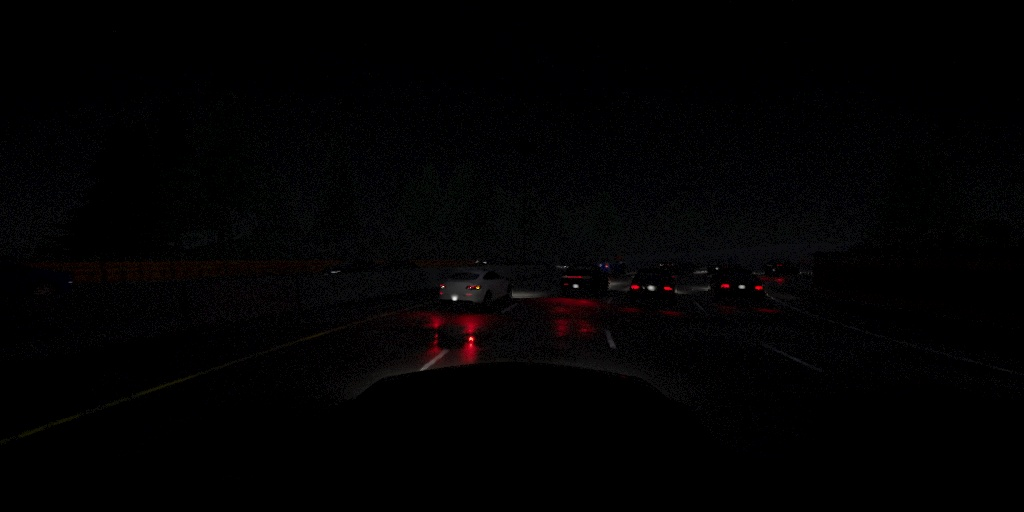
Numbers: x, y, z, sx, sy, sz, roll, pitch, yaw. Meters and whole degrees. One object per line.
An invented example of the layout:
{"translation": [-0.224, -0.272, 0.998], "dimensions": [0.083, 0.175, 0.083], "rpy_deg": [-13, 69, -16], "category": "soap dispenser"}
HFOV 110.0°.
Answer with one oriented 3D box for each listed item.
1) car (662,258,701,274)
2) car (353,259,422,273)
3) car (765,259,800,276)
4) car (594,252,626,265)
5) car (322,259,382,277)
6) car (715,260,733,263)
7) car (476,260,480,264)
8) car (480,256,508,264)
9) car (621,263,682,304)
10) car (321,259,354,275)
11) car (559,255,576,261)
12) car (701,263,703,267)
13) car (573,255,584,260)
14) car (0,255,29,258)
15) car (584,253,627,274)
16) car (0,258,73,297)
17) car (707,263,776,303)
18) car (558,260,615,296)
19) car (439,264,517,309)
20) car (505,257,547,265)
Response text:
{"translation": [16.347, 1.033, 35.461], "dimensions": [4.902, 1.511, 2.128], "rpy_deg": [-1, 1, -41], "category": "car"}
{"translation": [-8.516, 1.058, 25.660], "dimensions": [1.837, 1.490, 4.892], "rpy_deg": [0, 0, 26], "category": "car"}
{"translation": [25.718, 1.024, 34.128], "dimensions": [4.902, 1.511, 2.128], "rpy_deg": [-1, 1, -39], "category": "car"}
{"translation": [14.236, 0.391, 51.981], "dimensions": [4.553, 1.767, 2.097], "rpy_deg": [-1, 1, -39], "category": "car"}
{"translation": [-13.792, 0.986, 31.195], "dimensions": [1.812, 1.442, 4.674], "rpy_deg": [1, 0, 28], "category": "car"}
{"translation": [20.424, 1.113, 34.289], "dimensions": [4.181, 1.385, 1.994], "rpy_deg": [-1, 1, -40], "category": "car"}
{"translation": [-2.576, 0.731, 46.797], "dimensions": [4.553, 1.767, 2.097], "rpy_deg": [0, 1, -45], "category": "car"}
{"translation": [-1.072, 0.921, 43.060], "dimensions": [1.837, 1.490, 4.892], "rpy_deg": [0, 0, 43], "category": "car"}
{"translation": [6.496, 1.271, 16.492], "dimensions": [2.033, 1.411, 5.357], "rpy_deg": [1, 1, 23], "category": "car"}
{"translation": [-11.770, 1.017, 26.899], "dimensions": [1.837, 1.490, 4.892], "rpy_deg": [0, 0, 25], "category": "car"}
{"translation": [9.850, 0.513, 57.438], "dimensions": [5.357, 1.411, 2.033], "rpy_deg": [-1, 1, -39], "category": "car"}
{"translation": [21.562, 0.944, 44.378], "dimensions": [5.357, 1.411, 2.033], "rpy_deg": [-1, 1, -38], "category": "car"}
{"translation": [12.006, 0.894, 54.685], "dimensions": [4.718, 1.301, 1.895], "rpy_deg": [-1, 1, -39], "category": "car"}
{"translation": [-49.745, 0.605, 34.558], "dimensions": [1.812, 1.442, 4.674], "rpy_deg": [1, 0, -23], "category": "car"}
{"translation": [8.992, 0.894, 33.169], "dimensions": [2.097, 1.767, 4.553], "rpy_deg": [1, 1, 41], "category": "car"}
{"translation": [-19.977, 0.954, 13.189], "dimensions": [1.882, 1.535, 5.008], "rpy_deg": [1, 0, 12], "category": "car"}
{"translation": [10.740, 1.302, 17.317], "dimensions": [2.033, 1.411, 5.357], "rpy_deg": [2, 2, 26], "category": "car"}
{"translation": [3.904, 1.167, 18.908], "dimensions": [2.128, 1.511, 4.902], "rpy_deg": [0, 1, 23], "category": "car"}
{"translation": [-1.392, 1.226, 14.800], "dimensions": [1.812, 1.442, 4.674], "rpy_deg": [0, 1, 15], "category": "car"}
{"translation": [1.839, 1.044, 41.144], "dimensions": [1.895, 1.301, 4.718], "rpy_deg": [1, 1, 44], "category": "car"}
